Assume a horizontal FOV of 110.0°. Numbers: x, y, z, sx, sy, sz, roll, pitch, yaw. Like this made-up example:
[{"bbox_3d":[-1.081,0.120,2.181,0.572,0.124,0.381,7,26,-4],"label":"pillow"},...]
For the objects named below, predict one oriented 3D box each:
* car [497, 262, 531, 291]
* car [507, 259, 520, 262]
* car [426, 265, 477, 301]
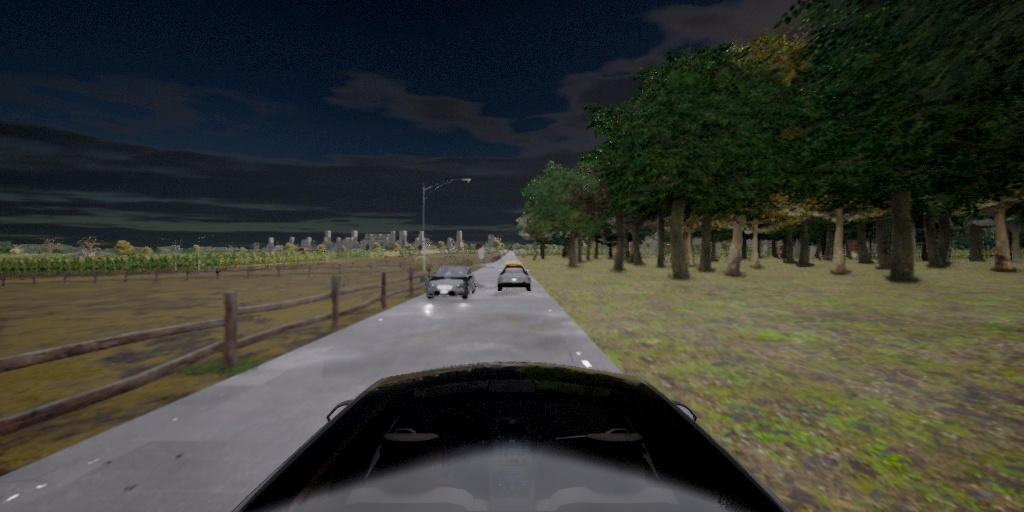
[{"bbox_3d":[0.131,1.291,22.012,1.994,1.385,4.181,0,0,0],"label":"car"},{"bbox_3d":[0.161,1.134,39.957,1.882,1.535,5.008,0,0,0],"label":"car"},{"bbox_3d":[-2.824,1.230,17.451,2.128,1.511,4.902,0,0,0],"label":"car"}]
